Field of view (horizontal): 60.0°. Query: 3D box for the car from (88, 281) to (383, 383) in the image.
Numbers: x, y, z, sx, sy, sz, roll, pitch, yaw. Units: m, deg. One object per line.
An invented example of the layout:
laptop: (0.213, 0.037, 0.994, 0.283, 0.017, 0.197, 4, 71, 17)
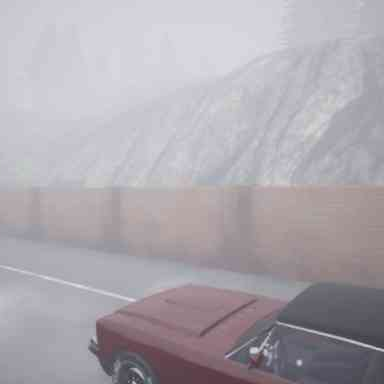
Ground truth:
car: (1.180, 1.598, 3.136, 4.718, 1.301, 1.895, 0, 0, 35)
